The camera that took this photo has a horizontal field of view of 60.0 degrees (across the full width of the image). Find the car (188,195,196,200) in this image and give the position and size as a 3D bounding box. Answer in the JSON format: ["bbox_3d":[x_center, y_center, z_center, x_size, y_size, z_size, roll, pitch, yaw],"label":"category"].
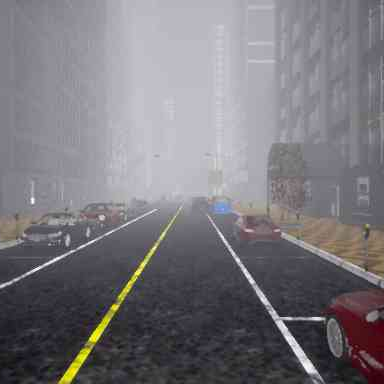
[{"bbox_3d":[0.000,1.367,85.248,1.994,1.385,4.181,0,0,0],"label":"car"}]

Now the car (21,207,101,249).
[{"bbox_3d":[-5.691,1.541,14.393,2.008,1.369,4.403,0,0,0],"label":"car"}]

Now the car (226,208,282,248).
[{"bbox_3d":[2.690,1.572,14.391,1.802,1.307,4.206,0,0,0],"label":"car"}]

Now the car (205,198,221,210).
[{"bbox_3d":[2.690,1.529,42.852,1.802,1.307,4.206,0,0,0],"label":"car"}]

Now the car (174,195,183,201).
[{"bbox_3d":[-3.000,1.401,76.635,1.994,1.385,4.181,0,0,0],"label":"car"}]

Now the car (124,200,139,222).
[{"bbox_3d":[-5.691,1.525,25.778,2.008,1.369,4.403,0,0,0],"label":"car"}]

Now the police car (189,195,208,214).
[{"bbox_3d":[0.900,1.386,34.596,1.930,1.638,5.238,0,0,0],"label":"police car"}]

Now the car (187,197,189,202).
[{"bbox_3d":[0.000,1.452,70.278,1.895,1.301,4.718,0,0,0],"label":"car"}]

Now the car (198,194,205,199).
[{"bbox_3d":[2.691,1.271,94.083,1.967,1.590,4.097,0,0,0],"label":"car"}]

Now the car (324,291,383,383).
[{"bbox_3d":[2.689,1.580,3.003,1.802,1.307,4.206,0,0,0],"label":"car"}]

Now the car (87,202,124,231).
[{"bbox_3d":[-5.691,1.423,20.086,1.967,1.590,4.097,0,0,0],"label":"car"}]

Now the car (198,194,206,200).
[{"bbox_3d":[2.692,1.289,88.391,1.967,1.590,4.097,0,0,0],"label":"car"}]

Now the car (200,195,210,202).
[{"bbox_3d":[2.691,1.448,71.314,2.008,1.369,4.403,0,0,0],"label":"car"}]

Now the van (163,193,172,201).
[{"bbox_3d":[-5.689,1.224,77.010,1.690,1.788,3.998,0,0,0],"label":"van"}]

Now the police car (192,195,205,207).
[{"bbox_3d":[0.900,1.362,50.596,1.930,1.638,5.238,0,0,0],"label":"police car"}]

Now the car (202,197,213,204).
[{"bbox_3d":[2.691,1.503,59.929,1.802,1.307,4.206,0,0,0],"label":"car"}]

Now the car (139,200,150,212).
[{"bbox_3d":[-5.691,1.538,37.162,1.802,1.307,4.206,0,0,0],"label":"car"}]

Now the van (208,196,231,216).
[{"bbox_3d":[2.690,1.306,31.467,1.690,1.788,3.998,0,0,0],"label":"van"}]

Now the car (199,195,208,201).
[{"bbox_3d":[2.691,1.434,77.007,2.008,1.369,4.403,0,0,0],"label":"car"}]

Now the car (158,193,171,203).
[{"bbox_3d":[-5.690,1.461,65.625,2.008,1.369,4.403,0,0,0],"label":"car"}]
